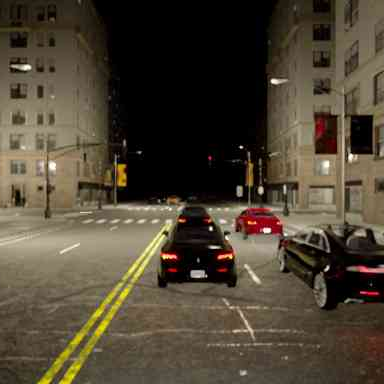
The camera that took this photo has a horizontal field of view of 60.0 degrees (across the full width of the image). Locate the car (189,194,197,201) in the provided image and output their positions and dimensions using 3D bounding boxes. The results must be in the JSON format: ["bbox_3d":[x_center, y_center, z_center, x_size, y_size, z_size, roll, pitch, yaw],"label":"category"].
[{"bbox_3d":[0.172,1.530,79.228,1.895,1.301,4.718,0,0,0],"label":"car"}]

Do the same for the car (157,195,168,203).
[{"bbox_3d":[-6.345,1.446,71.907,1.837,1.490,4.892,0,0,0],"label":"car"}]

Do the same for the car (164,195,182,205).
[{"bbox_3d":[-3.204,1.438,56.438,1.882,1.535,5.008,0,0,1],"label":"car"}]

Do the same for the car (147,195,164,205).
[{"bbox_3d":[-6.455,1.507,56.535,2.033,1.411,5.357,0,0,0],"label":"car"}]

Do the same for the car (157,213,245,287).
[{"bbox_3d":[0.118,1.517,9.139,1.812,1.442,4.674,0,0,0],"label":"car"}]

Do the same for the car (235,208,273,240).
[{"bbox_3d":[3.287,1.512,16.834,1.812,1.442,4.674,0,0,0],"label":"car"}]

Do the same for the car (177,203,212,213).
[{"bbox_3d":[0.139,1.511,18.048,1.812,1.442,4.674,0,0,0],"label":"car"}]

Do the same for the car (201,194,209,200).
[{"bbox_3d":[3.443,1.348,89.194,1.994,1.385,4.181,0,0,0],"label":"car"}]

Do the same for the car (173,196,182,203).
[{"bbox_3d":[-3.095,1.542,71.516,1.895,1.301,4.718,0,0,0],"label":"car"}]

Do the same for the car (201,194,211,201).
[{"bbox_3d":[3.421,1.475,78.774,2.033,1.411,5.357,0,0,0],"label":"car"}]

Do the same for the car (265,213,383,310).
[{"bbox_3d":[3.356,1.484,7.739,2.128,1.511,4.902,0,0,1],"label":"car"}]

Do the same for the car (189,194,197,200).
[{"bbox_3d":[0.193,1.348,89.201,1.994,1.385,4.181,0,0,0],"label":"car"}]
